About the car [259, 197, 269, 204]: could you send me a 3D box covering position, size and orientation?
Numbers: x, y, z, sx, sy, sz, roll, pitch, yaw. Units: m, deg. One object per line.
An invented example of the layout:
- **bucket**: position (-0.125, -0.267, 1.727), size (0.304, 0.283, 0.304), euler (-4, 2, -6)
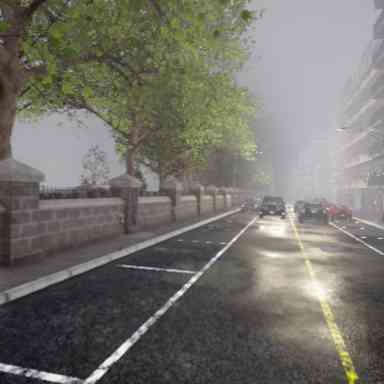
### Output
- **car**: position (15.342, 1.804, 70.367), size (1.752, 1.417, 4.829), euler (2, 0, 15)

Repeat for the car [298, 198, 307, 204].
- **car**: position (26.424, 2.125, 79.418), size (1.752, 1.417, 4.829), euler (2, 0, 15)

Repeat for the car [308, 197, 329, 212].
- **car**: position (17.683, 1.716, 46.611), size (2.192, 1.841, 5.009), euler (2, 0, 15)

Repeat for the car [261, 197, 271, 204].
- **car**: position (16.836, 1.864, 75.971), size (2.008, 1.369, 4.403), euler (2, 0, 15)

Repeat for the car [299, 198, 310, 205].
- **car**: position (24.929, 2.129, 73.812), size (1.947, 1.339, 4.313), euler (2, 0, 15)

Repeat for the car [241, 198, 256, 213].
- **car**: position (6.685, 1.530, 37.891), size (1.967, 1.590, 4.097), euler (2, 0, 15)

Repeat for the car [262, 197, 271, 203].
- **car**: position (18.243, 1.873, 81.247), size (1.752, 1.417, 4.829), euler (2, 0, 15)

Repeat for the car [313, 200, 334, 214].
- **car**: position (16.229, 1.810, 41.171), size (1.967, 1.590, 4.097), euler (2, 0, 15)

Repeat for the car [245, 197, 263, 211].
- **car**: position (8.135, 1.560, 43.329), size (1.967, 1.590, 4.097), euler (2, 0, 15)

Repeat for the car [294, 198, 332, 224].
- **car**: position (9.890, 1.564, 27.535), size (2.097, 1.767, 4.553), euler (2, 0, 15)

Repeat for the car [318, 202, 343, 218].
- **car**: position (14.775, 1.884, 35.732), size (1.887, 1.381, 4.507), euler (2, 0, 15)

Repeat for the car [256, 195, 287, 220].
- **car**: position (7.335, 1.352, 30.138), size (2.150, 2.045, 5.566), euler (2, 0, 15)

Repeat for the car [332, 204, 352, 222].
- **car**: position (13.325, 1.854, 30.291), size (1.887, 1.381, 4.507), euler (2, 0, 15)

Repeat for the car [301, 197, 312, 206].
- **car**: position (23.481, 1.969, 68.372), size (1.967, 1.590, 4.097), euler (2, 0, 15)

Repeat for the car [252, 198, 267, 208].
- **car**: position (11.034, 1.733, 54.211), size (2.008, 1.369, 4.403), euler (2, 0, 15)

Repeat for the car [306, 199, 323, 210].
- **car**: position (19.130, 1.872, 52.052), size (1.967, 1.590, 4.097), euler (2, 0, 15)

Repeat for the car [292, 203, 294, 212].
- **car**: position (13.252, 1.788, 40.227), size (1.837, 1.490, 4.892), euler (2, 1, 15)
